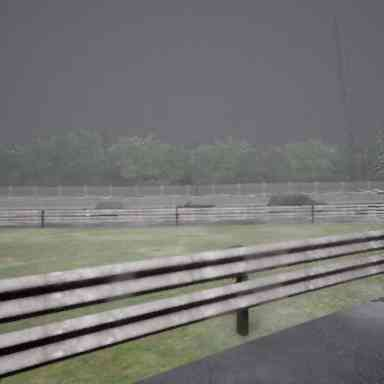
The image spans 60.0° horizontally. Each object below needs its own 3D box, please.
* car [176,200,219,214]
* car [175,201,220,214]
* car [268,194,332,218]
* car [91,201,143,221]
[{"bbox_3d":[0.642,1.657,37.398,4.718,1.301,1.895,-1,1,1],"label":"car"},{"bbox_3d":[0.589,1.729,33.899,4.718,1.301,1.895,-1,1,1],"label":"car"},{"bbox_3d":[9.677,1.209,30.248,5.566,2.045,2.150,-1,1,1],"label":"car"},{"bbox_3d":[-6.779,1.673,30.509,4.553,1.767,2.097,-1,1,1],"label":"car"}]
